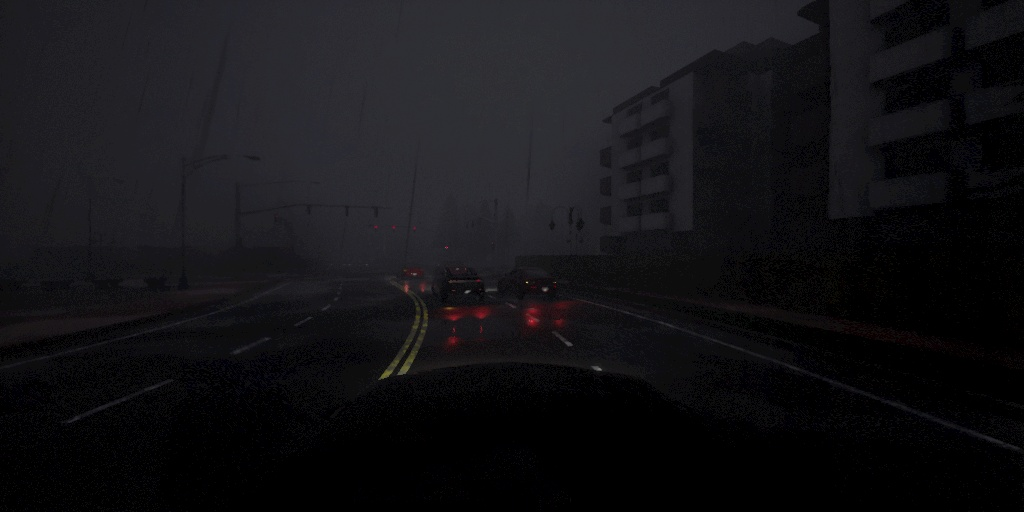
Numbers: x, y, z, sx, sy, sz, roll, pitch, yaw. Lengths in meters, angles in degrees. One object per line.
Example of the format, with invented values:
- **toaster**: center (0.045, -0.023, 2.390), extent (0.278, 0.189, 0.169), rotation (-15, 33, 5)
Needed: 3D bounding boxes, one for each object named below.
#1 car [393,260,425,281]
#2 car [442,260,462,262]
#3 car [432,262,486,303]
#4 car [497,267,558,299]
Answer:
- **car**: center (-8.710, 1.281, 30.664), extent (1.812, 1.442, 4.674), rotation (0, 0, -24)
- **car**: center (-5.511, 1.114, 32.085), extent (2.097, 1.767, 4.553), rotation (0, 0, -24)
- **car**: center (-2.607, 1.243, 16.796), extent (2.128, 1.511, 4.902), rotation (0, 0, -19)
- **car**: center (0.695, 1.281, 17.956), extent (1.812, 1.442, 4.674), rotation (0, 0, -19)
